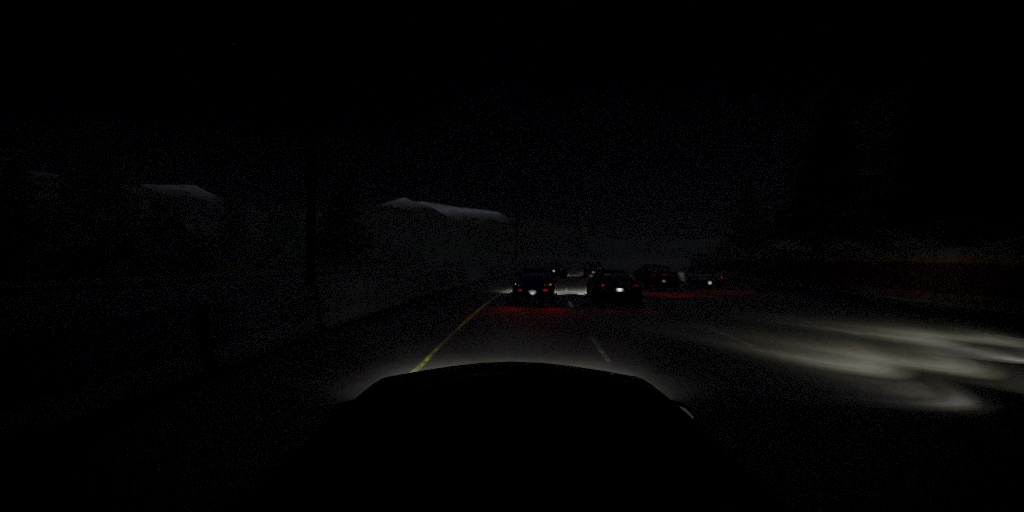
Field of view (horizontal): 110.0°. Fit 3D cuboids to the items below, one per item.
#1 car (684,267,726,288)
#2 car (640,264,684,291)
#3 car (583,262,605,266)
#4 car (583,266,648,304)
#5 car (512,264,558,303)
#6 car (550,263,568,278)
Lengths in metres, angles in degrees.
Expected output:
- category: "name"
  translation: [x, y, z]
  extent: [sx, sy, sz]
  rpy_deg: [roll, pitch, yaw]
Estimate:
- category: "car"
  translation: [12.842, 1.405, 24.709]
  extent: [1.895, 1.301, 4.718]
  rpy_deg: [0, 0, 10]
- category: "car"
  translation: [8.955, 1.267, 22.667]
  extent: [1.882, 1.535, 5.008]
  rpy_deg: [0, 0, 9]
- category: "car"
  translation: [8.006, 1.282, 35.104]
  extent: [2.128, 1.511, 4.902]
  rpy_deg: [0, 0, 14]
- category: "car"
  translation: [4.585, 1.336, 16.523]
  extent: [1.994, 1.385, 4.181]
  rpy_deg: [0, 0, 6]
- category: "car"
  translation: [1.073, 1.285, 16.734]
  extent: [1.812, 1.442, 4.674]
  rpy_deg: [0, 0, 6]
- category: "car"
  translation: [4.237, 1.340, 34.438]
  extent: [1.994, 1.385, 4.181]
  rpy_deg: [0, 0, 13]
